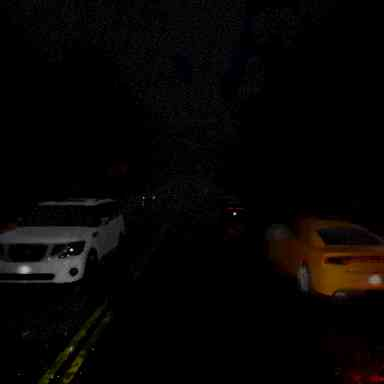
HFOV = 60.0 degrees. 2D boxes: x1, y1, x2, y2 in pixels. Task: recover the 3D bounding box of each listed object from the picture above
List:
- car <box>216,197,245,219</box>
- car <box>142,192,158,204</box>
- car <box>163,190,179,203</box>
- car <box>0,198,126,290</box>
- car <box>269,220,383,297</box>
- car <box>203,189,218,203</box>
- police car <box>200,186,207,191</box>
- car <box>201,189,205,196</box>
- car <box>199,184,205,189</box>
[{"bbox_3d":[3.353,1.442,28.449,1.837,1.490,4.892,0,0,0],"label":"car"},{"bbox_3d":[-6.558,0.847,52.427,2.097,1.767,4.553,0,2,0],"label":"car"},{"bbox_3d":[-3.306,0.690,53.368,2.150,2.045,5.566,0,2,1],"label":"car"},{"bbox_3d":[-3.347,1.203,9.408,2.150,2.045,5.566,0,0,0],"label":"car"},{"bbox_3d":[3.351,1.460,8.566,1.882,1.535,5.008,0,0,0],"label":"car"},{"bbox_3d":[3.254,0.890,53.665,2.033,1.649,4.856,0,2,0],"label":"car"},{"bbox_3d":[3.255,0.110,75.756,1.930,1.638,5.238,0,2,0],"label":"police car"},{"bbox_3d":[3.254,0.650,64.659,1.994,1.385,4.181,0,2,0],"label":"car"},{"bbox_3d":[3.255,-0.392,86.620,2.033,1.649,4.856,0,3,0],"label":"car"}]
